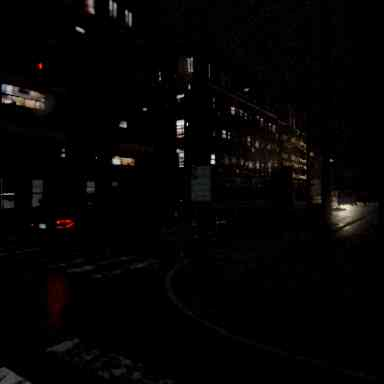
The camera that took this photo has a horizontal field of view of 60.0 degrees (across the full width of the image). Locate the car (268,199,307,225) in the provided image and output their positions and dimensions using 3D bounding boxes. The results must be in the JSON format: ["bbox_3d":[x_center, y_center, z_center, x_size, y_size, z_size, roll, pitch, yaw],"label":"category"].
[{"bbox_3d":[5.821,1.323,21.645,1.802,1.307,4.206,1,1,35],"label":"car"}]

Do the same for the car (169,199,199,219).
[{"bbox_3d":[-1.015,1.263,26.492,1.887,1.381,4.507,1,2,35],"label":"car"}]

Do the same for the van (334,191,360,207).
[{"bbox_3d":[18.625,0.763,39.878,1.690,1.788,3.998,1,1,35],"label":"van"}]

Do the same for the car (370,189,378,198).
[{"bbox_3d":[34.628,0.338,62.673,2.192,1.841,5.009,1,1,35],"label":"car"}]

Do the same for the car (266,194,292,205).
[{"bbox_3d":[11.788,0.964,44.729,1.947,1.339,4.313,1,2,35],"label":"car"}]

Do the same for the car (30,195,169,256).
[{"bbox_3d":[-3.523,1.141,13.218,2.150,2.045,5.566,-1,1,31],"label":"car"}]

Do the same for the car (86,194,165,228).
[{"bbox_3d":[-4.214,1.113,21.928,2.192,1.841,5.009,1,2,35],"label":"car"}]

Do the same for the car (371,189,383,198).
[{"bbox_3d":[37.829,0.259,67.231,2.192,1.841,5.009,1,1,35],"label":"car"}]

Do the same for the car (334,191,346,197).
[{"bbox_3d":[34.192,0.423,76.644,1.802,1.307,4.206,1,2,35],"label":"car"}]

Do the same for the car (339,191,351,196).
[{"bbox_3d":[37.393,0.344,81.203,1.802,1.307,4.206,1,2,35],"label":"car"}]

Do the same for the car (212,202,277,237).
[{"bbox_3d":[2.620,1.387,17.086,1.947,1.339,4.313,1,1,35],"label":"car"}]

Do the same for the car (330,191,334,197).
[{"bbox_3d":[30.992,0.465,72.084,1.887,1.381,4.507,1,2,35],"label":"car"}]

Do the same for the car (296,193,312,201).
[{"bbox_3d":[18.189,0.804,53.847,1.947,1.339,4.313,1,2,35],"label":"car"}]

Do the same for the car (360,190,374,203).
[{"bbox_3d":[25.025,0.807,48.999,1.887,1.381,4.507,1,1,35],"label":"car"}]
